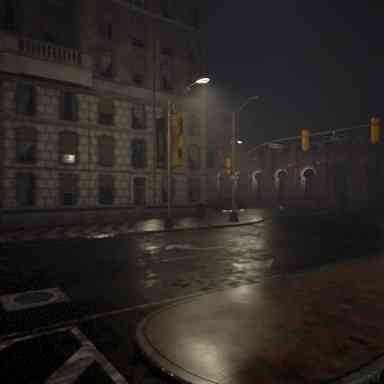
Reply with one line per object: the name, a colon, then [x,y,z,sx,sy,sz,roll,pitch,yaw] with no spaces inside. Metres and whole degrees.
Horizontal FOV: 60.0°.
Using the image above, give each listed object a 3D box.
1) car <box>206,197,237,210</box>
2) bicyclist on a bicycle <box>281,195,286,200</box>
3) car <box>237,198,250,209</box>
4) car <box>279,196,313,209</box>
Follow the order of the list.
car: [2.929,1.547,43.285,2.033,1.411,5.357,0,0,-36]
bicyclist on a bicycle: [15.552,1.300,56.504,1.656,1.620,0.582,0,0,-36]
car: [5.729,1.505,45.396,1.837,1.490,4.892,0,0,-36]
car: [14.247,1.352,45.890,2.097,1.767,4.553,0,0,-36]
